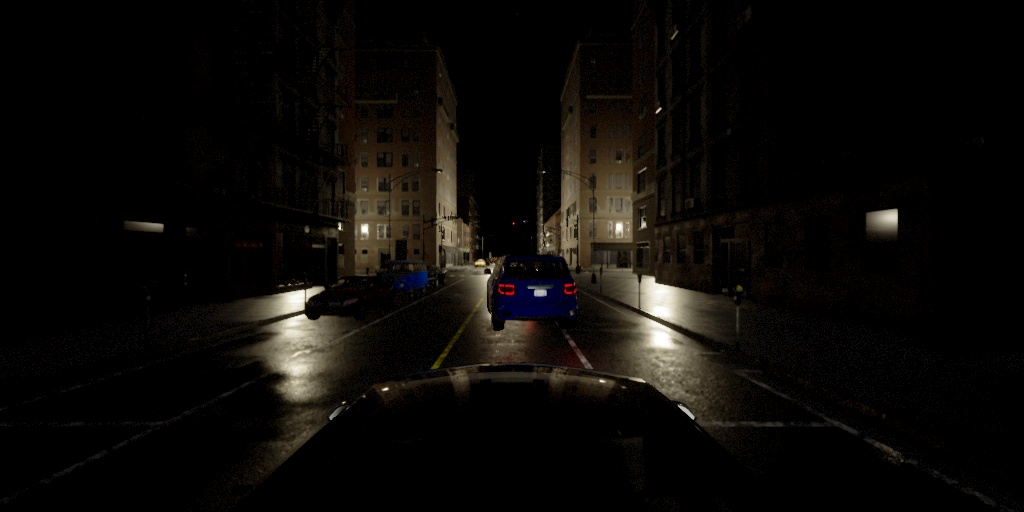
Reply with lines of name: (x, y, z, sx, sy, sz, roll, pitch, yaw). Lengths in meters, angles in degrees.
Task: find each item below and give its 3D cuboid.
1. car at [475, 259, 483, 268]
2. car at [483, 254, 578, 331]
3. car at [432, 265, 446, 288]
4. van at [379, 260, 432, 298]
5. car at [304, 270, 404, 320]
car: (-5.386, 1.243, 61.068, 1.751, 1.417, 4.829, 0, 0, 0)
car: (0.373, 0.966, 11.151, 2.150, 2.045, 5.566, 0, 0, -6)
car: (-5.390, 1.289, 23.275, 2.007, 1.370, 4.403, 0, 0, 0)
van: (-5.392, 1.082, 17.869, 1.690, 1.789, 3.998, 0, 0, 0)
car: (-5.393, 1.326, 12.463, 1.802, 1.307, 4.207, 0, 0, 0)
